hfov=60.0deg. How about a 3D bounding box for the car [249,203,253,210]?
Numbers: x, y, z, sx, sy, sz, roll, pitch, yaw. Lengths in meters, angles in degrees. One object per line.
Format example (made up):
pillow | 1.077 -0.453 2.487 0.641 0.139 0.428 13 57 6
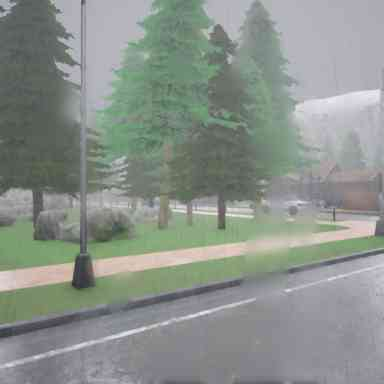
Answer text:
car | 8.862 1.586 38.710 1.895 1.301 4.718 0 0 -37

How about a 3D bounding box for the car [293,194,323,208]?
car | 15.556 1.161 44.502 3.866 1.878 1.905 0 0 -37

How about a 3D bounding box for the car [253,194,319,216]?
car | 9.013 1.206 32.295 2.150 2.045 5.566 0 0 -37

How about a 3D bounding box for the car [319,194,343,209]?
car | 17.375 1.159 42.723 4.605 1.855 1.932 0 0 -37

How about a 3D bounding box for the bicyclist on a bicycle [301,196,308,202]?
bicyclist on a bicycle | 13.214 1.266 39.182 1.656 1.620 0.582 0 0 -37

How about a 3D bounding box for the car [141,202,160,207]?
car | -5.437 1.336 51.439 2.097 1.767 4.553 0 0 -38
